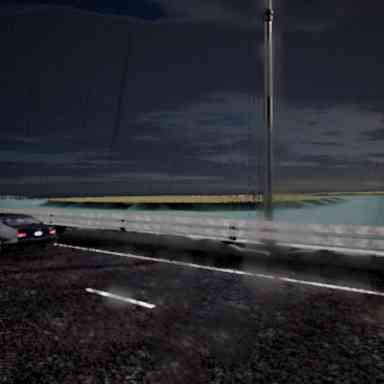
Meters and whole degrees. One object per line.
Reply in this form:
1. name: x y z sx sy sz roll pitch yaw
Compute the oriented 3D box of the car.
1. car: -7.784 1.613 13.898 5.357 1.411 2.033 0 0 36
